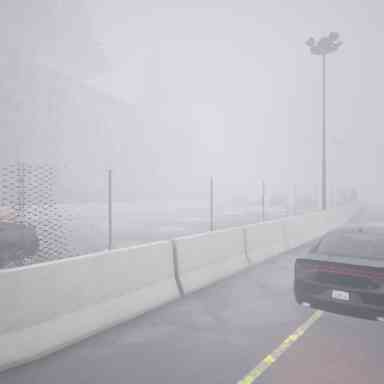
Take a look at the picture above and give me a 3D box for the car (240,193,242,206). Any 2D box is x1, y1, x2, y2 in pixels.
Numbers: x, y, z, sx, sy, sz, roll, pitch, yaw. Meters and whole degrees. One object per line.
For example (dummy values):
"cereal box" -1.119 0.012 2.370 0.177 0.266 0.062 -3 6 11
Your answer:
"car" 7.790 1.220 54.236 2.150 2.045 5.566 0 0 22

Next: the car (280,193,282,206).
"car" 12.560 1.222 47.646 2.150 2.045 5.566 0 0 24

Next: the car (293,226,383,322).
"car" 3.827 1.477 7.243 1.882 1.535 5.008 0 0 37
